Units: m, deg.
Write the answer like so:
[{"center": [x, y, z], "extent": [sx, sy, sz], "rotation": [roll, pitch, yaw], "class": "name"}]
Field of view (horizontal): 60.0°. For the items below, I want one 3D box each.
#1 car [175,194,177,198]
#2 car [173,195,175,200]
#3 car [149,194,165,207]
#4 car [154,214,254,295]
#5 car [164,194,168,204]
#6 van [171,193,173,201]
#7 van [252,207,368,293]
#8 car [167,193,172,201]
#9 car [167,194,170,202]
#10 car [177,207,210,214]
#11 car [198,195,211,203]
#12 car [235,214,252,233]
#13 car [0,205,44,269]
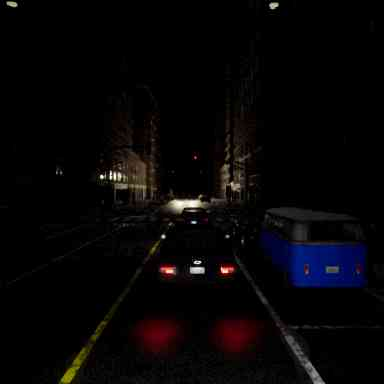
[{"center": [-5.719, 1.282, 84.961], "extent": [2.192, 1.841, 5.009], "rotation": [0, 0, 0], "class": "car"}, {"center": [-5.715, 1.516, 79.510], "extent": [2.008, 1.369, 4.403], "rotation": [0, 0, 0], "class": "car"}, {"center": [-5.699, 1.493, 52.086], "extent": [1.752, 1.417, 4.829], "rotation": [0, 0, 0], "class": "car"}, {"center": [0.096, 1.546, 8.881], "extent": [2.033, 1.411, 5.357], "rotation": [0, 0, 0], "class": "car"}, {"center": [-5.702, 1.517, 57.706], "extent": [2.008, 1.369, 4.403], "rotation": [0, 0, 0], "class": "car"}, {"center": [-5.712, 1.305, 74.059], "extent": [1.690, 1.788, 3.998], "rotation": [0, 0, 0], "class": "van"}, {"center": [2.850, 1.339, 8.612], "extent": [1.690, 1.788, 3.998], "rotation": [0, 0, 0], "class": "van"}, {"center": [-5.709, 1.509, 68.608], "extent": [1.887, 1.381, 4.507], "rotation": [0, 0, 0], "class": "car"}, {"center": [-5.706, 1.509, 63.157], "extent": [1.887, 1.381, 4.507], "rotation": [0, 0, 0], "class": "car"}, {"center": [0.090, 1.557, 19.200], "extent": [1.994, 1.385, 4.181], "rotation": [0, 0, 0], "class": "car"}, {"center": [2.816, 1.404, 68.649], "extent": [1.967, 1.590, 4.097], "rotation": [0, 0, 0], "class": "car"}, {"center": [2.848, 1.562, 14.272], "extent": [1.947, 1.339, 4.313], "rotation": [0, 0, 0], "class": "car"}, {"center": [-5.674, 1.313, 8.567], "extent": [2.192, 1.841, 5.009], "rotation": [0, 0, 0], "class": "car"}]
